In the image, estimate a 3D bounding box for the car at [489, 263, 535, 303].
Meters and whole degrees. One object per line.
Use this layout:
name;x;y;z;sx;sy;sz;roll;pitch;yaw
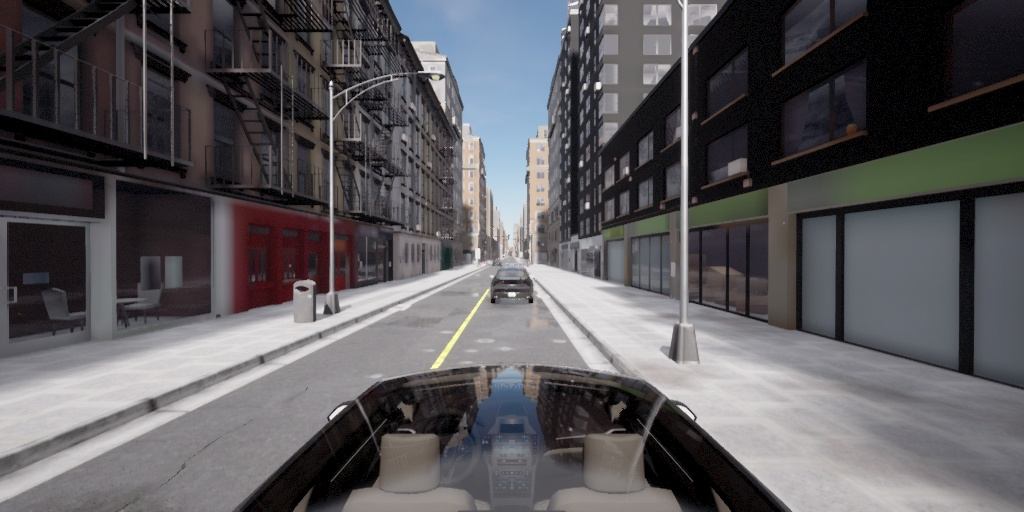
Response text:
car;0.000;1.261;16.501;1.837;1.490;4.892;0;0;0

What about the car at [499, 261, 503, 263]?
car;0.000;1.353;31.531;1.895;1.301;4.718;0;0;0
